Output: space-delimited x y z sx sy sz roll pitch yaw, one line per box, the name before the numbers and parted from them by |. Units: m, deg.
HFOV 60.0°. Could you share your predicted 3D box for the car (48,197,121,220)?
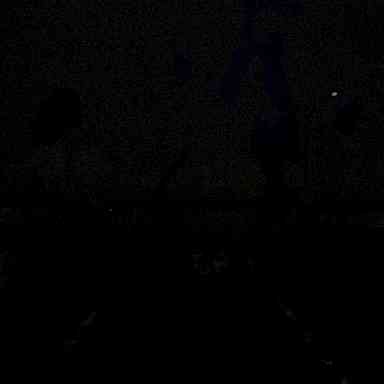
car | -7.697 1.157 24.009 5.008 1.535 1.882 0 1 0
